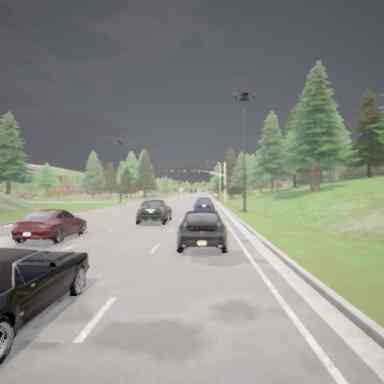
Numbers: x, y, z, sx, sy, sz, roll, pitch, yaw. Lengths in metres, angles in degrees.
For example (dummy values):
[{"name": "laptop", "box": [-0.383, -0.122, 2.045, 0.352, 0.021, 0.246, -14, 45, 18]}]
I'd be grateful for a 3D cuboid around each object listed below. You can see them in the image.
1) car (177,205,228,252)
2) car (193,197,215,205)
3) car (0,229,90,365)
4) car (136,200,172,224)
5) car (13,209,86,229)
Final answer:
[{"name": "car", "box": [0.426, 1.486, 13.711, 1.837, 1.490, 4.892, 0, 0, 2]}, {"name": "car", "box": [1.215, 1.304, 33.511, 2.097, 1.767, 4.553, 0, 0, 2]}, {"name": "car", "box": [-3.328, 1.602, 5.648, 1.895, 1.301, 4.718, 0, 0, 1]}, {"name": "car", "box": [-2.667, 1.327, 24.275, 2.097, 1.767, 4.553, 0, 0, 2]}, {"name": "car", "box": [-6.514, 1.522, 15.587, 1.812, 1.442, 4.674, 0, 0, 2]}]
